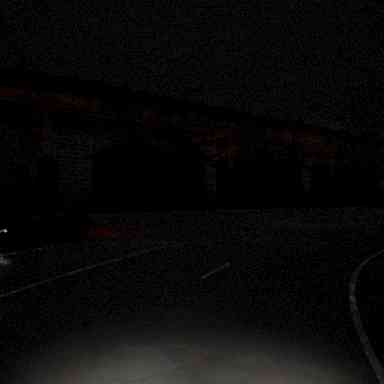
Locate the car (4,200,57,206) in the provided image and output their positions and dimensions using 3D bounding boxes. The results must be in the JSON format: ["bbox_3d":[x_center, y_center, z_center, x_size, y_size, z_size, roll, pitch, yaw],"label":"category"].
[{"bbox_3d":[-8.870,1.219,17.267,2.097,1.767,4.553,1,0,33],"label":"car"}]

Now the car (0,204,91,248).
[{"bbox_3d":[-6.528,1.425,14.516,1.812,1.442,4.674,0,0,30],"label":"car"}]
